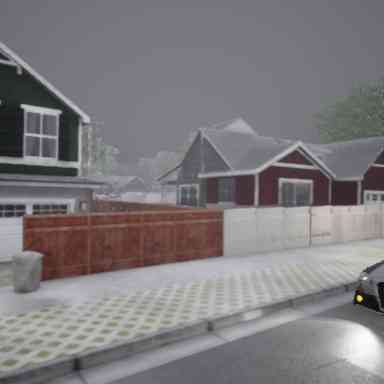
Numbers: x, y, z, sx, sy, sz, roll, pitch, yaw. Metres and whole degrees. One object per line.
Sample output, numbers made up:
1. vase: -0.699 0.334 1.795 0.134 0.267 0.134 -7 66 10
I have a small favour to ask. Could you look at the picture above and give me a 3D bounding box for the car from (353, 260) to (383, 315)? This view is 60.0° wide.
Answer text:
1. car: 5.054 1.608 6.484 4.181 1.385 1.994 0 0 -34
